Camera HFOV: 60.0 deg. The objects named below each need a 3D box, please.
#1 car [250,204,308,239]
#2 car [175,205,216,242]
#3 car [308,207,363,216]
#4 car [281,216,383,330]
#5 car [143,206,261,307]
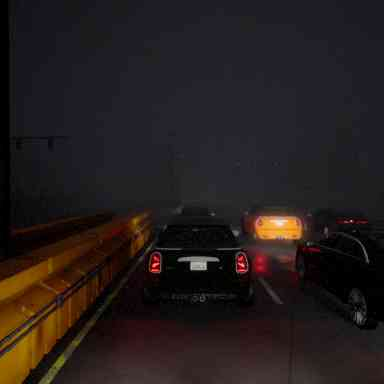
[{"bbox_3d":[3.655,1.352,15.983,2.097,1.767,4.553,0,0,0],"label":"car"},{"bbox_3d":[0.158,1.505,17.288,1.837,1.490,4.892,0,0,0],"label":"car"},{"bbox_3d":[7.157,1.505,16.852,1.837,1.490,4.892,0,0,0],"label":"car"},{"bbox_3d":[3.621,1.492,6.872,2.128,1.511,4.902,0,0,0],"label":"car"},{"bbox_3d":[0.125,1.352,8.112,2.097,1.767,4.553,0,0,0],"label":"car"}]
